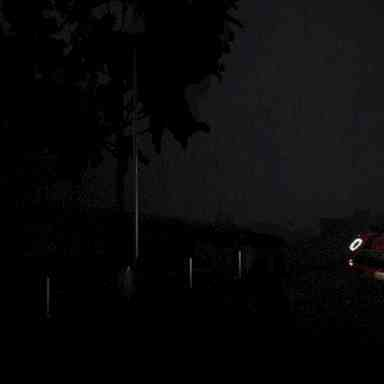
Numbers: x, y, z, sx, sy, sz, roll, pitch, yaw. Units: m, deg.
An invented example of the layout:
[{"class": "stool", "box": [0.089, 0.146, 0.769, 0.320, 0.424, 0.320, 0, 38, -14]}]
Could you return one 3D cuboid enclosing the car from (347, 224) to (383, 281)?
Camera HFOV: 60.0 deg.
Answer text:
[{"class": "car", "box": [6.209, 1.353, 9.031, 4.553, 1.767, 2.097, 0, 0, -36]}]
